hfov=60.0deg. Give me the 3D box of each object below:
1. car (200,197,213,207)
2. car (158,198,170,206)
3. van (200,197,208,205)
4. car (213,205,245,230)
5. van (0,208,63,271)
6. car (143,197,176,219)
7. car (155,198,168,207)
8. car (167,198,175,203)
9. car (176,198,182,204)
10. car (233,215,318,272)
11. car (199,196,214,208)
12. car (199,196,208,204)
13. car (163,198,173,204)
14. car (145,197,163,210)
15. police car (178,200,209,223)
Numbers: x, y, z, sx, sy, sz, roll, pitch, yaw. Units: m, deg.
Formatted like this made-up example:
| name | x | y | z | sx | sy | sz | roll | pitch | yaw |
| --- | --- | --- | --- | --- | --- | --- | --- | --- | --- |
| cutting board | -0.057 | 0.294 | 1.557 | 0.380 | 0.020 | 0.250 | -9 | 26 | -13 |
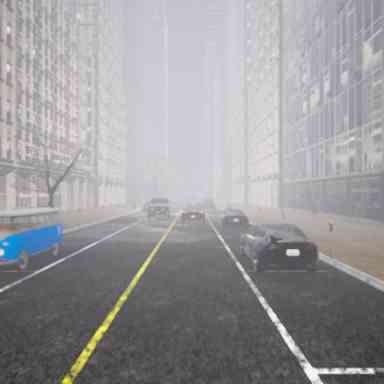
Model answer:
| name | x | y | z | sx | sy | sz | roll | pitch | yaw |
| --- | --- | --- | --- | --- | --- | --- | --- | --- | --- |
| car | 2.699 | 1.845 | 62.229 | 2.192 | 1.841 | 5.009 | 0 | 0 | 0 |
| car | -5.679 | 2.013 | 67.930 | 1.967 | 1.590 | 4.097 | 0 | 0 | 0 |
| van | 2.702 | 1.956 | 73.624 | 1.690 | 1.788 | 3.998 | 0 | 0 | 0 |
| car | 2.692 | 1.767 | 22.339 | 1.947 | 1.339 | 4.313 | 0 | 0 | 0 |
| van | -5.692 | 1.443 | 10.951 | 1.690 | 1.788 | 3.998 | 0 | -1 | 0 |
| car | -3.092 | 1.515 | 32.650 | 2.150 | 2.045 | 5.566 | 0 | -1 | 0 |
| car | -5.680 | 1.970 | 62.232 | 1.967 | 1.590 | 4.097 | 0 | 0 | 0 |
| car | -5.674 | 2.262 | 90.552 | 1.752 | 1.417 | 4.829 | 0 | 0 | 0 |
| car | -2.986 | 2.134 | 73.154 | 2.128 | 1.511 | 4.902 | 0 | 0 | 0 |
| car | 2.689 | 1.667 | 10.943 | 1.947 | 1.339 | 4.313 | 0 | -1 | 0 |
| car | 2.698 | 1.801 | 56.530 | 2.192 | 1.841 | 5.009 | 0 | 0 | 0 |
| car | 2.703 | 1.972 | 79.324 | 2.192 | 1.841 | 5.009 | 0 | 0 | 0 |
| car | -5.677 | 2.208 | 79.326 | 2.008 | 1.369 | 4.403 | 0 | 0 | 0 |
| car | -5.684 | 1.756 | 50.837 | 2.192 | 1.841 | 5.009 | 0 | 0 | 0 |
| police car | 0.103 | 1.754 | 28.055 | 2.038 | 1.542 | 4.974 | 0 | -1 | 0 |
